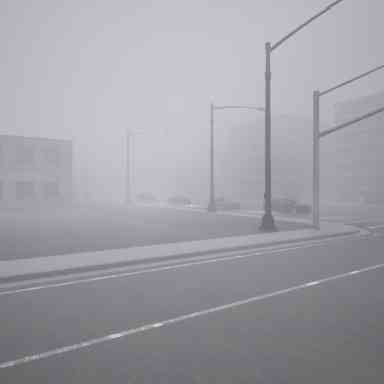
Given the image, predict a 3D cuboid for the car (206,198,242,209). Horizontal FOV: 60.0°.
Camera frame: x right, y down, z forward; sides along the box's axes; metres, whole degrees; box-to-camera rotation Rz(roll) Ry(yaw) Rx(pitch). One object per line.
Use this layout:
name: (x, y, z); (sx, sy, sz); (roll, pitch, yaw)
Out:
car: (3.765, 1.332, 39.672); (1.895, 1.301, 4.718); (0, 1, -34)

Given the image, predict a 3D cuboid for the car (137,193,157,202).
car: (-7.714, 0.865, 56.498); (2.128, 1.511, 4.902); (0, 1, -34)

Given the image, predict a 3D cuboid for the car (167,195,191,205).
car: (-1.891, 1.120, 47.938); (1.994, 1.385, 4.181); (0, 1, -34)

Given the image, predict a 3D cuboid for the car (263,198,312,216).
car: (9.063, 1.345, 31.978); (1.882, 1.535, 5.008); (0, 1, -35)
